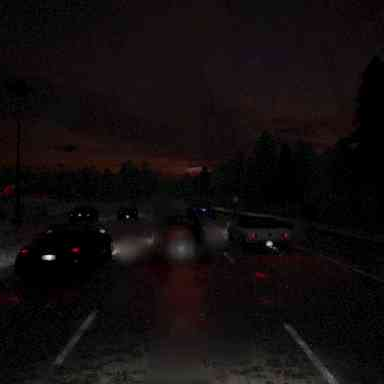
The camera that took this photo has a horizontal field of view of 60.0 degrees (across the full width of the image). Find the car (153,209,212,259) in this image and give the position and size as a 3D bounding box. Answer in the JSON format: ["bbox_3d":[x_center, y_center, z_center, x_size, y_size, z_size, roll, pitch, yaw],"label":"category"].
[{"bbox_3d":[-0.485,1.661,13.362,1.837,1.490,4.892,0,-1,-4],"label":"car"}]

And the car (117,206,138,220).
[{"bbox_3d":[-6.240,1.987,32.562,1.895,1.301,4.718,0,-1,-9],"label":"car"}]

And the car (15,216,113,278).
[{"bbox_3d":[-3.827,1.694,10.627,1.994,1.385,4.181,0,-1,-3],"label":"car"}]

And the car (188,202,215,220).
[{"bbox_3d":[0.783,1.730,32.774,2.097,1.767,4.553,0,-1,-9],"label":"car"}]

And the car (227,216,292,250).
[{"bbox_3d":[2.888,1.775,15.384,1.895,1.301,4.718,0,-1,-4],"label":"car"}]

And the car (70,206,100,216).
[{"bbox_3d":[-9.115,1.890,28.429,2.033,1.411,5.357,0,-1,-8],"label":"car"}]

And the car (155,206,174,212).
[{"bbox_3d":[-2.620,1.976,32.072,1.895,1.301,4.718,0,-1,-9],"label":"car"}]
